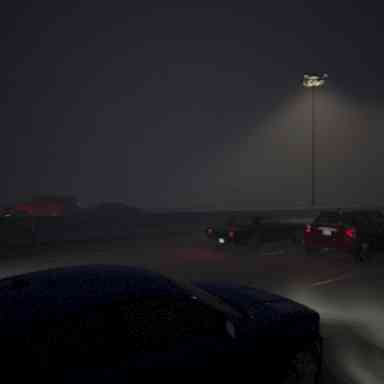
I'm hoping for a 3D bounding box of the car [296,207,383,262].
[{"bbox_3d":[6.333,1.414,12.564,4.553,1.767,2.097,0,0,-35],"label":"car"}]

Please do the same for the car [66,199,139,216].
[{"bbox_3d":[-6.445,1.523,25.103,5.008,1.535,1.882,1,0,-35],"label":"car"}]

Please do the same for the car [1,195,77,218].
[{"bbox_3d":[-11.561,1.250,25.790,5.566,2.045,2.150,1,0,-35],"label":"car"}]

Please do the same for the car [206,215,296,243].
[{"bbox_3d":[2.983,1.655,14.474,4.718,1.301,1.895,0,0,-36],"label":"car"}]

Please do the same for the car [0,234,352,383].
[{"bbox_3d":[-0.739,1.483,3.217,5.008,1.535,1.882,0,0,-36],"label":"car"}]
